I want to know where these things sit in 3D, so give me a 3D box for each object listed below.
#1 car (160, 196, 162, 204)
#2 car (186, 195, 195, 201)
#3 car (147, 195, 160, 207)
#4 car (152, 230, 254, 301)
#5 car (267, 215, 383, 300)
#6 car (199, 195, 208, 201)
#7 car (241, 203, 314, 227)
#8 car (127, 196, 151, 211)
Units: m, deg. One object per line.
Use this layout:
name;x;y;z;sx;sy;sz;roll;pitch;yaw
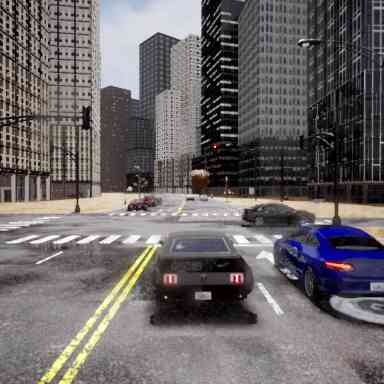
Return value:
car;-6.498;1.416;60.868;2.128;1.511;4.902;0;0;0
car;-0.422;1.469;80.421;1.895;1.301;4.718;0;0;-4
car;-6.516;1.299;50.577;2.097;1.767;4.553;0;0;0
car;0.112;1.598;8.264;1.895;1.301;4.718;0;0;-2
car;3.354;1.523;8.232;1.812;1.442;4.674;0;0;1
car;2.827;1.397;80.534;1.812;1.442;4.674;0;0;-4
car;5.796;1.535;22.479;4.892;1.490;1.837;0;0;1
car;-6.533;1.530;40.329;1.994;1.385;4.181;0;0;0
